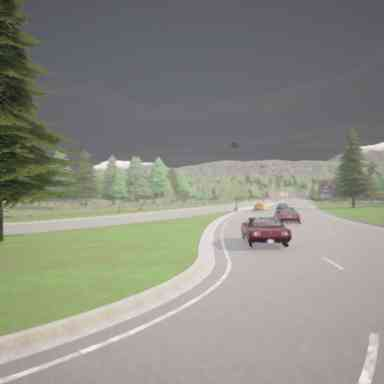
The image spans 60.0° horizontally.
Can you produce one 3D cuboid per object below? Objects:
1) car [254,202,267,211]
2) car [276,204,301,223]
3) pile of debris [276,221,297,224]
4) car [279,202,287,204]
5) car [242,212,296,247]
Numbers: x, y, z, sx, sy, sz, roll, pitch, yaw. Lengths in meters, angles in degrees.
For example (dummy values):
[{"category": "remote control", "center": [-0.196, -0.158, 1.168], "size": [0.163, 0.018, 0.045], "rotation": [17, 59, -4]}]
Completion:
[{"category": "car", "center": [11.839, 2.514, 57.373], "size": [1.882, 1.535, 5.008], "rotation": [-1, -2, 19]}, {"category": "car", "center": [8.658, 2.071, 30.333], "size": [1.994, 1.385, 4.181], "rotation": [-1, -1, 10]}, {"category": "pile of debris", "center": [8.183, 2.664, 28.843], "size": [1.500, 0.140, 1.860], "rotation": [-1, -1, 9]}, {"category": "car", "center": [16.525, 2.583, 60.327], "size": [1.994, 1.385, 4.181], "rotation": [-1, -1, 19]}, {"category": "car", "center": [3.585, 1.911, 16.808], "size": [1.895, 1.301, 4.718], "rotation": [-1, -1, 3]}]
